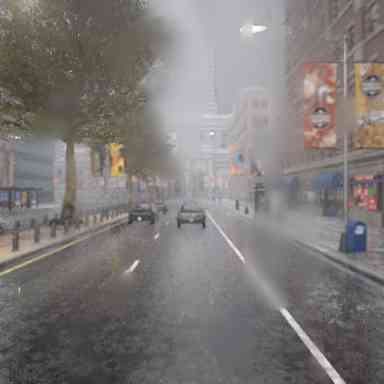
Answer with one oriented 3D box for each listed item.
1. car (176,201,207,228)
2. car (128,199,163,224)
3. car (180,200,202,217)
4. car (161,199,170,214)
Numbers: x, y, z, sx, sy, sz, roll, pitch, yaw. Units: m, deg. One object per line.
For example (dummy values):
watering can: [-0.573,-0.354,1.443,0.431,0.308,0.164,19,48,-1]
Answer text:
car: [-0.027,1.524,22.537,2.128,1.511,4.902,0,0,0]
car: [-3.521,1.546,24.853,1.837,1.490,4.892,0,0,0]
car: [-0.043,1.595,33.555,2.033,1.411,5.357,0,0,1]
car: [-3.547,1.547,36.026,2.128,1.511,4.902,0,0,0]
